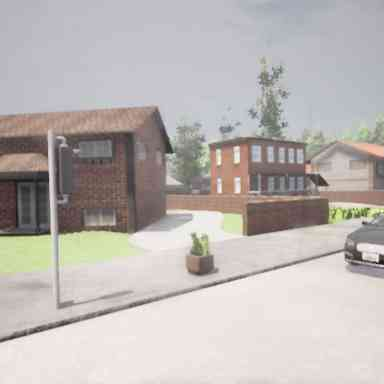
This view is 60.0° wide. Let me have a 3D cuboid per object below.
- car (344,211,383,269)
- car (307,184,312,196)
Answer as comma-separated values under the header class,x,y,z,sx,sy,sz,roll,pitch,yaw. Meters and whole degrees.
class,x,y,z,sx,sy,sz,roll,pitch,yaw
car,6.140,1.191,9.284,4.902,1.511,2.128,-2,1,-37
car,9.884,0.228,31.468,3.866,1.878,1.905,-2,1,-37
